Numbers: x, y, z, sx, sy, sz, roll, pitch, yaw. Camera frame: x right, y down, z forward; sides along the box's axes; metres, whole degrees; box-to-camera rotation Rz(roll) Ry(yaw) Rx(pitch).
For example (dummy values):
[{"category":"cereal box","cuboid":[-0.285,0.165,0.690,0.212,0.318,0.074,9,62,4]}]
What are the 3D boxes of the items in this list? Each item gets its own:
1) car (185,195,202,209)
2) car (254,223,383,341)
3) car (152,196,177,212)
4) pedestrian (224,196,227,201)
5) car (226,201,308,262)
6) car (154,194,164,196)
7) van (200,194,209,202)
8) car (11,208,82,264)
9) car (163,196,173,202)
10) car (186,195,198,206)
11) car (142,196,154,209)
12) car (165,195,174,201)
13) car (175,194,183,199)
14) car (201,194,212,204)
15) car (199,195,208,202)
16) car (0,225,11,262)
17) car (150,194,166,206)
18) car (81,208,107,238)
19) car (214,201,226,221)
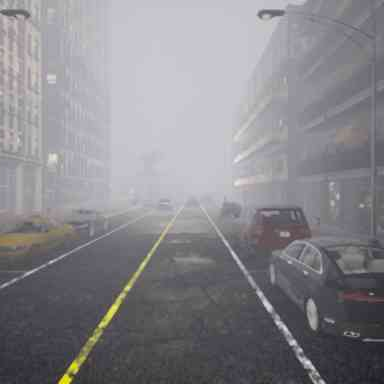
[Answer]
[{"category":"car","cuboid":[0.046,1.518,45.655,1.812,1.442,4.674,0,0,1]},{"category":"car","cuboid":[2.687,1.548,6.465,2.008,1.369,4.403,0,0,0]},{"category":"car","cuboid":[-3.098,1.498,38.236,1.837,1.490,4.892,0,0,0]},{"category":"pedestrian","cuboid":[2.996,1.287,30.125,0.375,1.860,0.375,0,0,-1]},{"category":"car","cuboid":[2.686,1.311,12.016,2.192,1.841,5.009,0,0,0]},{"category":"car","cuboid":[-5.699,1.433,50.871,1.967,1.590,4.097,0,0,0]},{"category":"van","cuboid":[2.679,1.339,73.077,1.690,1.788,3.998,0,0,0]},{"category":"car","cuboid":[-5.694,1.521,11.844,1.752,1.417,4.829,0,0,0]},{"category":"car","cuboid":[-5.701,1.565,78.626,1.947,1.339,4.313,0,0,0]},{"category":"car","cuboid":[-0.005,1.346,57.110,2.097,1.767,4.553,0,0,0]},{"category":"car","cuboid":[-5.698,1.575,45.320,1.802,1.307,4.206,0,0,0]},{"category":"car","cuboid":[-5.702,1.567,83.872,1.947,1.339,4.313,0,0,0]},{"category":"car","cuboid":[-3.009,1.092,78.661,1.882,1.535,5.008,0,0,0]},{"category":"car","cuboid":[2.680,1.310,61.975,2.192,1.841,5.009,0,0,0]},{"category":"car","cuboid":[2.679,1.440,78.627,1.967,1.590,4.097,0,0,0]},{"category":"car","cuboid":[-5.694,1.438,6.463,1.967,1.590,4.097,0,0,0]},{"category":"car","cuboid":[-5.699,1.309,56.422,2.192,1.841,5.009,0,0,0]},{"category":"car","cuboid":[-5.695,1.546,17.565,2.008,1.369,4.403,0,0,0]},{"category":"car","cuboid":[2.996,1.499,27.181,1.837,1.490,4.892,0,0,0]}]
